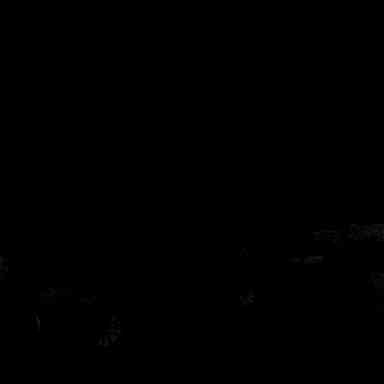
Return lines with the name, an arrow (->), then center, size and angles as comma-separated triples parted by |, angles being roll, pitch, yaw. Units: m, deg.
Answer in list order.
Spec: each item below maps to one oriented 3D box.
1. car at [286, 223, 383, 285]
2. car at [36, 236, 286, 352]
car -> 3.994, 1.550, 9.353 | 4.206, 1.307, 1.802 | 0, 0, -35
car -> -0.495, 1.554, 6.174 | 4.313, 1.339, 1.947 | 0, 0, -35
